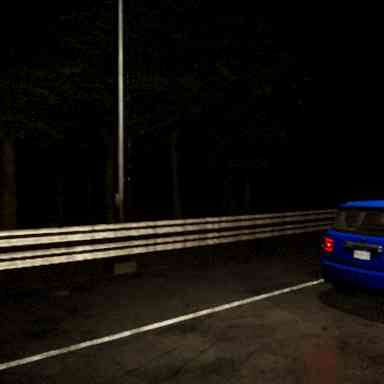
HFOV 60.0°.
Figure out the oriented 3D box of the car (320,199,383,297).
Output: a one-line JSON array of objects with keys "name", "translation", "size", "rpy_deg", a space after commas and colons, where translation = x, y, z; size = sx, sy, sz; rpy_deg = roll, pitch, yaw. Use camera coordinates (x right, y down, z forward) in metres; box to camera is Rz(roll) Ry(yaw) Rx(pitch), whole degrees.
[{"name": "car", "translation": [5.194, 1.181, 7.449], "size": [5.566, 2.045, 2.150], "rpy_deg": [-1, 0, -35]}]
